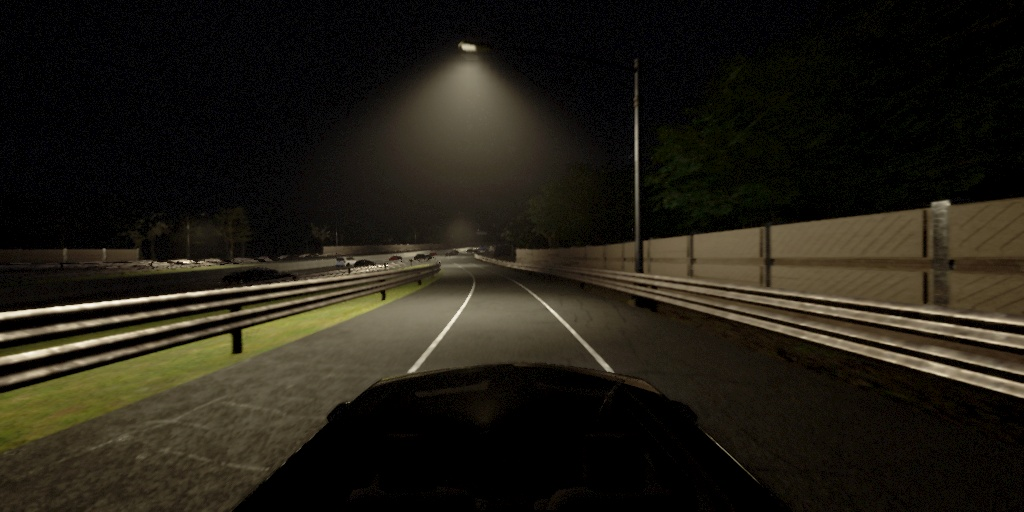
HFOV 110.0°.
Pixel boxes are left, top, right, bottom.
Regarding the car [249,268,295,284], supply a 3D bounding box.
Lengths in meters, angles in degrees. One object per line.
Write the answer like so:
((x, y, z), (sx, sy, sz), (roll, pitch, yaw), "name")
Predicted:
((-28.048, 2.482, 42.797), (2.128, 1.511, 4.902), (0, 3, 8), "car")

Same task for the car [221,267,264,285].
((-31.630, 2.476, 42.416), (1.837, 1.490, 4.892), (0, 3, 8), "car")
